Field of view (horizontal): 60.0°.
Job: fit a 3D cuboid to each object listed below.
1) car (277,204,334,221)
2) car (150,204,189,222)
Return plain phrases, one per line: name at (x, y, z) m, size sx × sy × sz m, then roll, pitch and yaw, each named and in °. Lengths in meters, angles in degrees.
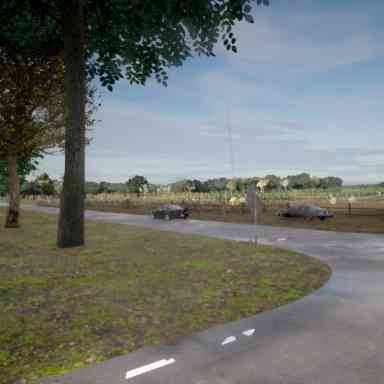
car at (10.218, 1.842, 30.385) m, size 2.033 × 1.411 × 5.357 m, roll 0°, pitch -1°, yaw -29°
car at (-2.252, 1.935, 31.624) m, size 1.882 × 1.535 × 5.008 m, roll -1°, pitch 0°, yaw -34°
